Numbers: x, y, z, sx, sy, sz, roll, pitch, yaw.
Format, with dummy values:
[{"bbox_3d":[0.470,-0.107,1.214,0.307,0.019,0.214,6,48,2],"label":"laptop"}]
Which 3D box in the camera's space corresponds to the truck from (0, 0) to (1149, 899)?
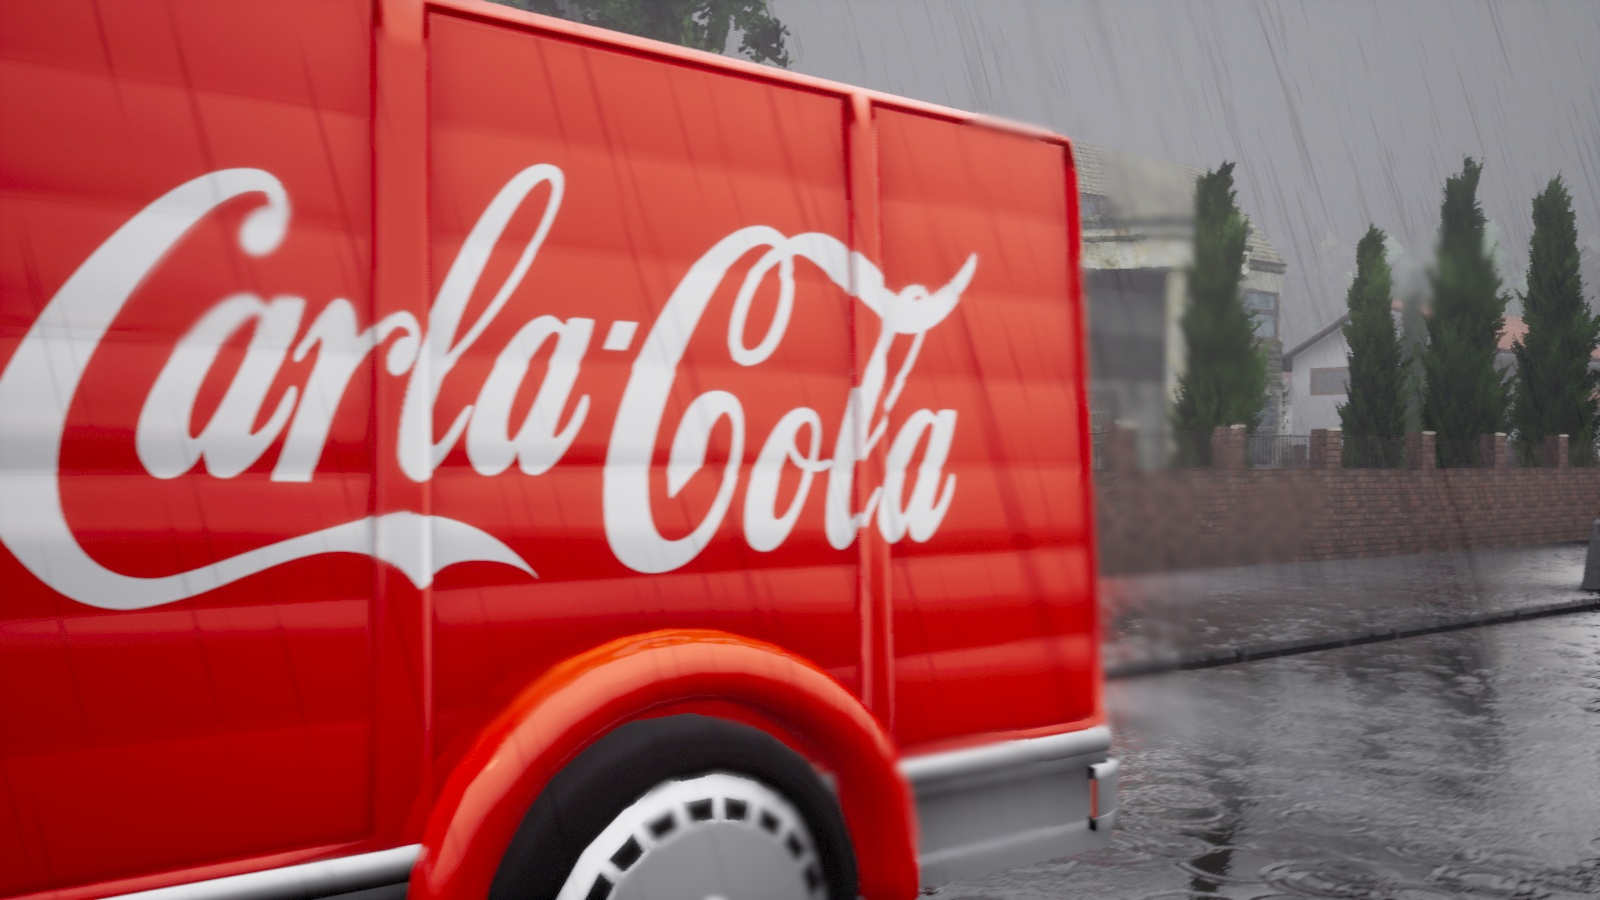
[{"bbox_3d":[-1.970,0.269,2.899,5.204,2.467,2.627,0,0,-35],"label":"truck"}]
